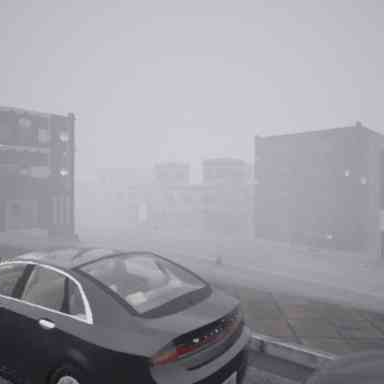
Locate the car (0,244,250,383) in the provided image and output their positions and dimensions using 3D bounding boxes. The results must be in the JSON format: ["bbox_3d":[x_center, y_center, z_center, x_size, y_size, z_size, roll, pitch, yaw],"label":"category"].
[{"bbox_3d":[-1.650,1.453,4.403,4.892,1.521,2.231,1,0,35],"label":"car"}]
